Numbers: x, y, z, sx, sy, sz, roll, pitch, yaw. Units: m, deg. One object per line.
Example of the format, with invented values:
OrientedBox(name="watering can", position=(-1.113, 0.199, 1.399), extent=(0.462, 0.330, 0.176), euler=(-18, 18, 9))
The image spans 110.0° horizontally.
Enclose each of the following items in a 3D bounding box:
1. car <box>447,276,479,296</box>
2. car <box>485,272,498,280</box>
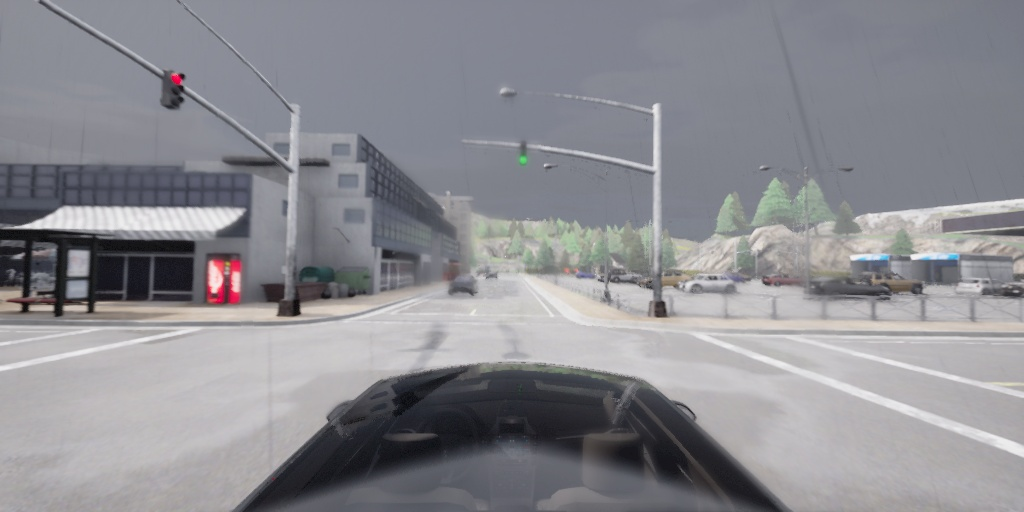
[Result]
OrientedBox(name="car", position=(-3.500, 2.188, 26.854), extent=(2.033, 1.411, 5.357), euler=(1, -2, 0))
OrientedBox(name="car", position=(-3.502, 3.395, 62.292), extent=(1.994, 1.385, 4.181), euler=(1, -2, 0))
